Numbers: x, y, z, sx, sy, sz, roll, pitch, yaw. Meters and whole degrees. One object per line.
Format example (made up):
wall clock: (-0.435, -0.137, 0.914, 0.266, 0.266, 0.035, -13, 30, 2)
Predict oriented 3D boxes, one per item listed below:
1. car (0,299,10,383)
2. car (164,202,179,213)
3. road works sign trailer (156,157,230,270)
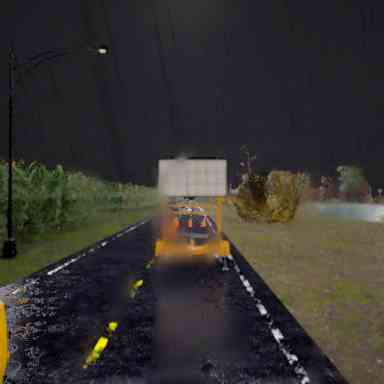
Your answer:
car: (-2.851, 1.493, 1.433, 1.882, 1.535, 5.008, 0, -1, 0)
car: (-2.757, 2.054, 45.085, 2.033, 1.411, 5.357, 0, -1, 0)
road works sign trailer: (0.021, 0.585, 11.480, 2.380, 3.560, 2.880, 0, -1, 0)
